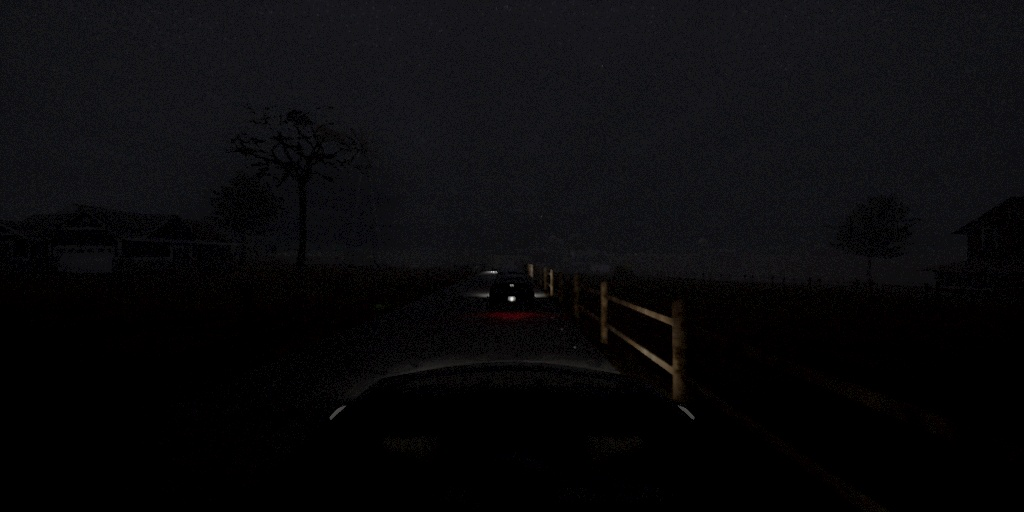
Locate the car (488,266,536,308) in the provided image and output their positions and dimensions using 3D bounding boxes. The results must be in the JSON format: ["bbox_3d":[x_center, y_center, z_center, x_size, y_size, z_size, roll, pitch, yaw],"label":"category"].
[{"bbox_3d":[0.001,1.393,16.159,1.837,1.490,4.892,0,0,0],"label":"car"}]
